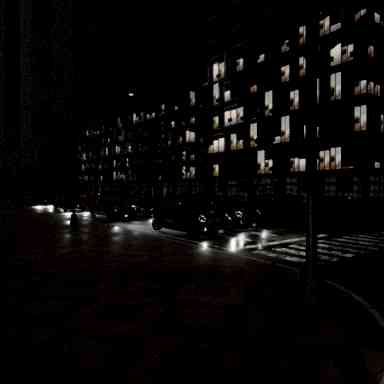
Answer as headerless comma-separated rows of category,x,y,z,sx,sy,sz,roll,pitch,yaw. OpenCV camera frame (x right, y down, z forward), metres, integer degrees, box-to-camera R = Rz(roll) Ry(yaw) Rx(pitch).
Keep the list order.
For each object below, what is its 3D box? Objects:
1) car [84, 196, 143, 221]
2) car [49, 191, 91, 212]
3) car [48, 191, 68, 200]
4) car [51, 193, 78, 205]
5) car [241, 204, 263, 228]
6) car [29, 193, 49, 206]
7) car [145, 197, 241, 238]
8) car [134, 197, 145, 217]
car,-5.673,1.208,23.539,1.895,1.301,4.718,0,1,-38
car,-11.399,0.943,30.807,1.837,1.490,4.892,0,1,-38
car,-22.592,0.540,55.880,1.895,1.301,4.718,0,1,-38
car,-16.331,0.812,42.405,1.895,1.301,4.718,0,1,-38
car,1.891,1.104,19.212,2.097,1.767,4.553,0,1,-38
car,-17.600,0.817,38.745,1.994,1.385,4.181,0,1,-37
car,-0.095,1.124,16.481,2.097,1.767,4.553,0,1,-38
car,-3.986,1.126,26.646,2.033,1.411,5.357,0,1,-38
